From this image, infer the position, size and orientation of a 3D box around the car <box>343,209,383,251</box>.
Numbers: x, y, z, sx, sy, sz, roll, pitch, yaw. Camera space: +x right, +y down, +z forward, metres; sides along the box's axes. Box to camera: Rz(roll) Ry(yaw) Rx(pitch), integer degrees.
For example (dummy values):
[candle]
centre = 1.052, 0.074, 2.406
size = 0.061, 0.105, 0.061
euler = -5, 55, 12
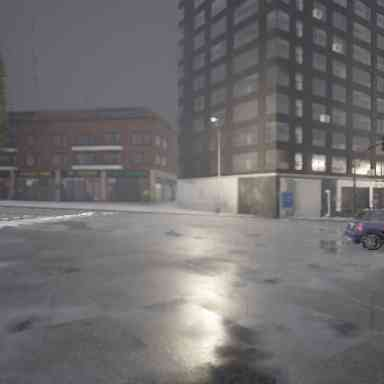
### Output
[car]
centre = 8.909, 1.509, 13.855
size = 4.553, 1.767, 2.097
euler = 0, 0, 11
